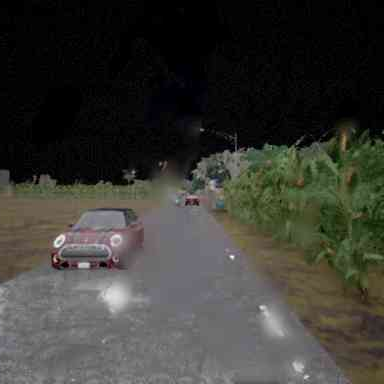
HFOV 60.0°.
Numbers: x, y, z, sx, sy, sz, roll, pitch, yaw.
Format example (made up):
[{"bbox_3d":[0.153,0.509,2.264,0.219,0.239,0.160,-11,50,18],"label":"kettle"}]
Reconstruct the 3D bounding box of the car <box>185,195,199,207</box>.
[{"bbox_3d":[0.015,1.315,49.120,1.882,1.535,5.008,0,0,0],"label":"car"}]

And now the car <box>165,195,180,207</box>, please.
[{"bbox_3d":[-2.817,1.272,48.725,2.097,1.767,4.553,0,0,0],"label":"car"}]

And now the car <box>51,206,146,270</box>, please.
[{"bbox_3d":[-2.839,1.335,10.995,2.097,1.767,4.553,0,0,0],"label":"car"}]

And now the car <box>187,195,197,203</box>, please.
[{"bbox_3d":[0.014,1.364,66.244,1.994,1.385,4.181,0,0,0],"label":"car"}]

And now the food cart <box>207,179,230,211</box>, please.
[{"bbox_3d":[3.094,0.401,39.819,2.280,3.560,4.660,-1,-1,0],"label":"food cart"}]
